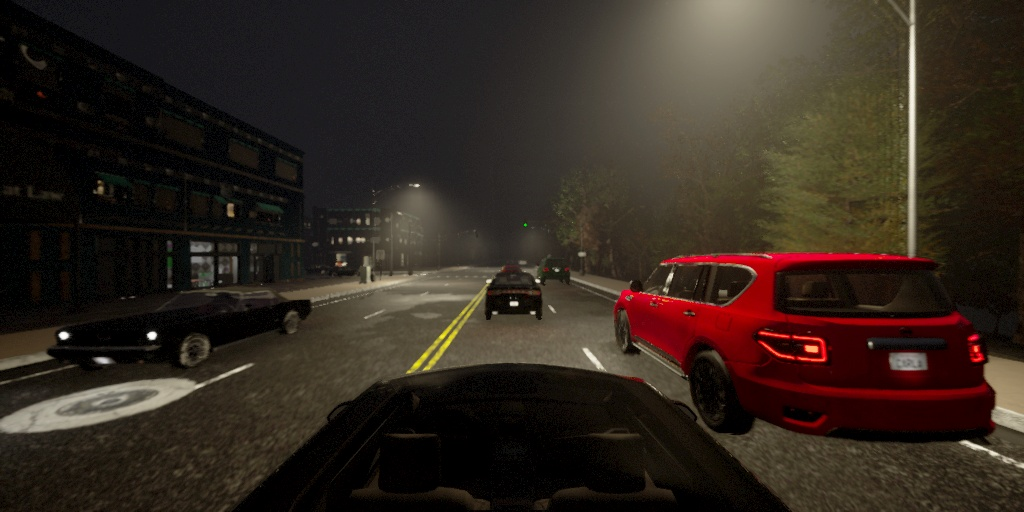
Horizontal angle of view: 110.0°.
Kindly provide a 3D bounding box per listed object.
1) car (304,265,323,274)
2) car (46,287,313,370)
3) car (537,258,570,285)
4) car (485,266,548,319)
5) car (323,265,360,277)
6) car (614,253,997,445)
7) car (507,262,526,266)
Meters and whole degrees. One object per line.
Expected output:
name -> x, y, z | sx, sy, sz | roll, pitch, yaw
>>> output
car -> -28.501, 1.956, 52.386 | 4.403, 1.370, 2.007 | 0, 0, 0
car -> -6.624, 1.401, 8.010 | 1.895, 1.301, 4.718 | 0, 0, 0
car -> 3.236, 1.169, 28.503 | 2.150, 2.045, 5.566 | 0, 0, 0
car -> 0.052, 1.314, 13.353 | 1.882, 1.535, 5.008 | 0, 0, 0
car -> -20.130, 1.892, 43.911 | 4.313, 1.339, 1.948 | 0, 0, 0
car -> 3.341, 0.999, 5.690 | 2.150, 2.045, 5.566 | 0, 0, 0
car -> -0.019, 1.483, 29.509 | 1.812, 1.442, 4.674 | 0, 0, 0
